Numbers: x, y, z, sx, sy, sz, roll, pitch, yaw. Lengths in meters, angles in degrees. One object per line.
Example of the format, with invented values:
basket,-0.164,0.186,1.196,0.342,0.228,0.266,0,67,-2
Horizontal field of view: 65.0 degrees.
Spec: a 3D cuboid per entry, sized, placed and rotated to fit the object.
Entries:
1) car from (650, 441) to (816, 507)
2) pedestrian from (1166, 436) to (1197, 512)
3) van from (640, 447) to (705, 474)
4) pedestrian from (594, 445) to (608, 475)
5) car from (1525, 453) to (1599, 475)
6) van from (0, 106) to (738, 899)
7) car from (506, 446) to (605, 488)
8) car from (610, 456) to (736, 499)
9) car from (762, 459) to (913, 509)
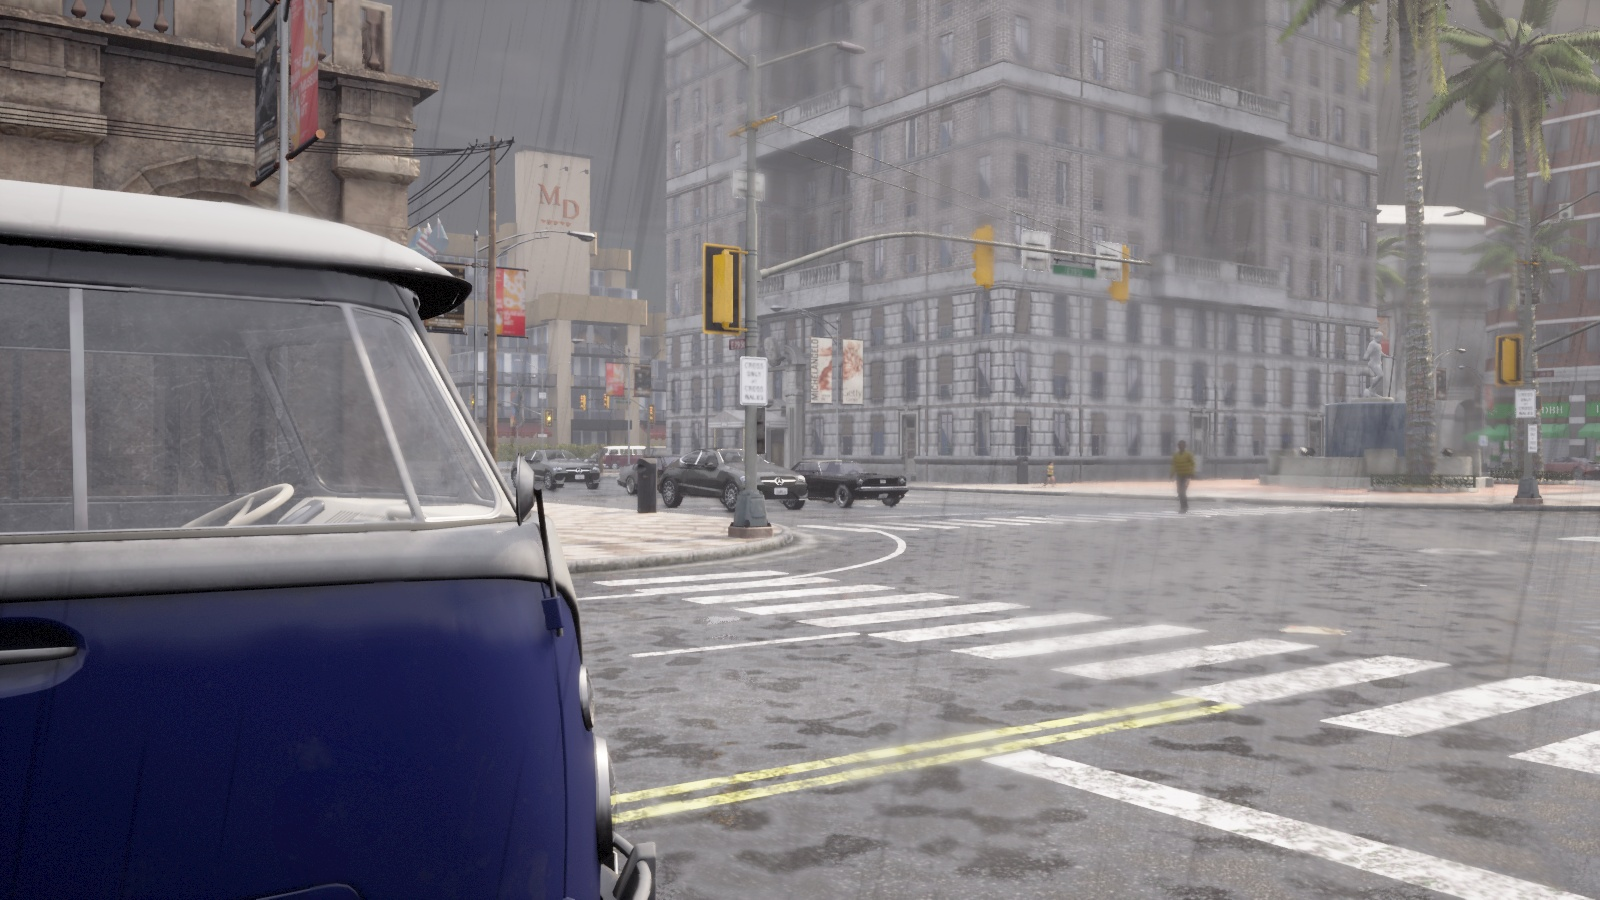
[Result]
car,-1.910,0.611,34.029,2.152,1.651,5.027,0,0,-35
pedestrian,9.320,0.575,30.667,0.709,1.840,0.431,0,0,-44
van,-9.373,0.744,92.422,4.442,1.987,1.775,0,0,-36
pedestrian,-12.392,0.619,78.180,0.694,1.848,0.540,0,0,-43
car,50.563,0.904,82.985,1.994,1.385,4.181,0,0,-25
van,-2.452,0.508,1.947,4.442,1.987,1.775,0,0,-35
car,-10.185,0.672,51.933,2.152,1.651,5.027,0,0,-35
car,-4.522,0.909,43.887,2.033,1.411,5.357,0,0,-35
car,0.999,0.931,36.006,1.895,1.301,4.718,0,0,-35
